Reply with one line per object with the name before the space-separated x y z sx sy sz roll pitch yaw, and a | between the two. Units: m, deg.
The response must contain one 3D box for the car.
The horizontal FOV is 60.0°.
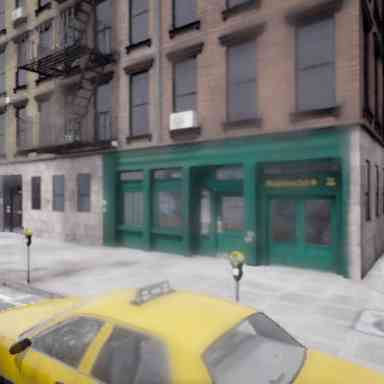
car | -0.567 1.541 3.214 4.829 1.417 1.752 0 0 36
